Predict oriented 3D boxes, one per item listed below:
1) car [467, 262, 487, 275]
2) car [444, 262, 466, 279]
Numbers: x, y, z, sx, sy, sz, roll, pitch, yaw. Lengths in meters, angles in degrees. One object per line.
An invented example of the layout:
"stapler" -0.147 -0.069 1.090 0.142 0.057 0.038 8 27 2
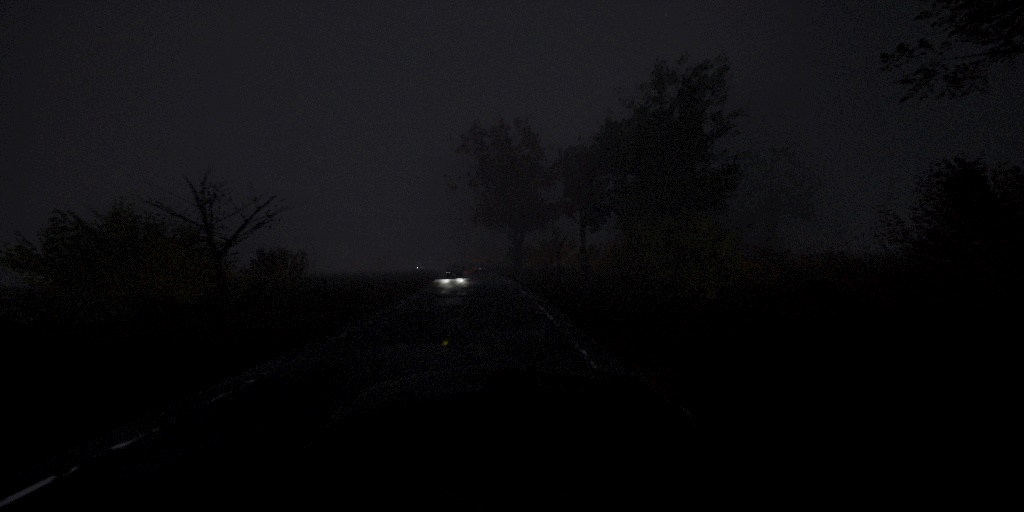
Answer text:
"car" -4.415 1.646 47.100 2.033 1.411 5.357 -2 0 -11
"car" -6.198 1.624 38.633 1.837 1.490 4.892 -2 -1 -9
